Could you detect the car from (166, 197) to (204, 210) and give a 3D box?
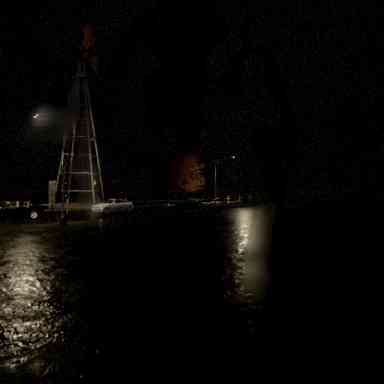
[{"bbox_3d":[-0.806,1.389,42.966,2.033,1.411,5.357,1,1,37],"label":"car"}]

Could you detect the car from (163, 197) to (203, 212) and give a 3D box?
[{"bbox_3d":[-0.928,1.443,37.993,2.033,1.411,5.357,1,1,38],"label":"car"}]

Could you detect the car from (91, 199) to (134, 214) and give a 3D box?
[{"bbox_3d":[-7.969,1.407,33.654,1.812,1.442,4.674,1,1,37],"label":"car"}]

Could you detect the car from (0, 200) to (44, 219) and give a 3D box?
[{"bbox_3d":[-14.038,1.420,25.725,1.837,1.490,4.892,1,1,39],"label":"car"}]
